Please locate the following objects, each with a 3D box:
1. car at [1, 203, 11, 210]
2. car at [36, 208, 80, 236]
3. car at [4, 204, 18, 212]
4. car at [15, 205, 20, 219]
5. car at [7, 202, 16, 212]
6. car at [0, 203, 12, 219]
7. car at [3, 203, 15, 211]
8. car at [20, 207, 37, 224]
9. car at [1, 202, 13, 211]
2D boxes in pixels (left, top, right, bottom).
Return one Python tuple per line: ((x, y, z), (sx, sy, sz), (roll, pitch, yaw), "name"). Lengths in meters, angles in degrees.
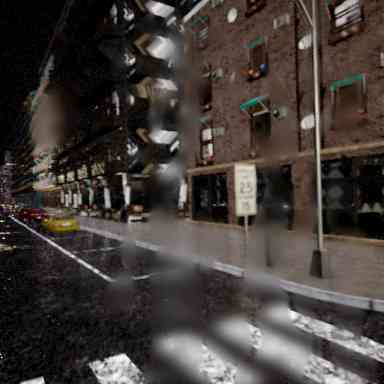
((-41.341, 3.229, 73.806), (1.802, 1.307, 4.206), (-1, -1, -32), "car")
((-8.438, 1.877, 21.142), (1.752, 1.417, 4.829), (-1, 0, -32), "car")
((-32.343, 2.838, 59.404), (2.008, 1.369, 4.403), (-1, 0, -32), "car")
((-17.345, 2.240, 35.398), (1.887, 1.381, 4.507), (-1, 0, -32), "car")
((-29.344, 2.719, 54.603), (2.008, 1.369, 4.403), (-1, 0, -32), "car")
((-22.468, 2.388, 38.706), (1.812, 1.442, 4.674), (-1, 0, -32), "car")
((-35.344, 2.950, 64.206), (1.887, 1.381, 4.507), (-1, 0, -32), "car")
((-14.346, 2.123, 30.598), (1.887, 1.381, 4.507), (-1, 0, -32), "car")
((-38.345, 2.965, 69.006), (1.967, 1.590, 4.097), (-1, 0, -32), "car")
